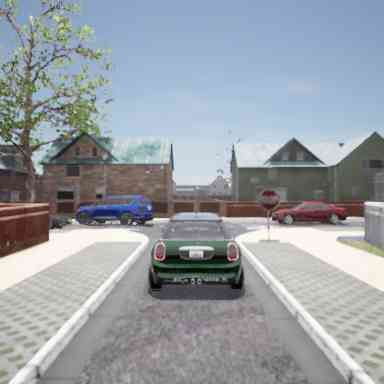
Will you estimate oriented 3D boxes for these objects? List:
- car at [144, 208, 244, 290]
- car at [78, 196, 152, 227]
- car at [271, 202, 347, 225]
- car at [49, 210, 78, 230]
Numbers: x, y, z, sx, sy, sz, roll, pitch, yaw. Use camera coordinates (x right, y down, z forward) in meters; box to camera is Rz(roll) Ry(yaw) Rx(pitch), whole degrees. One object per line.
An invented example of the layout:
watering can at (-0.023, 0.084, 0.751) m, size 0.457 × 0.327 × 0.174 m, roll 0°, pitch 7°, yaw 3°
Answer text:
car at (0.112, 1.344, 9.223) m, size 2.097 × 1.767 × 4.553 m, roll 0°, pitch 0°, yaw 1°
car at (-5.471, 1.333, 23.460) m, size 5.566 × 2.045 × 2.150 m, roll -1°, pitch -3°, yaw 18°
car at (8.037, 1.463, 23.075) m, size 5.008 × 1.535 × 1.882 m, roll 0°, pitch -1°, yaw 1°
car at (-9.870, 1.586, 20.352) m, size 4.892 × 1.490 × 1.837 m, roll 0°, pitch -1°, yaw 1°
